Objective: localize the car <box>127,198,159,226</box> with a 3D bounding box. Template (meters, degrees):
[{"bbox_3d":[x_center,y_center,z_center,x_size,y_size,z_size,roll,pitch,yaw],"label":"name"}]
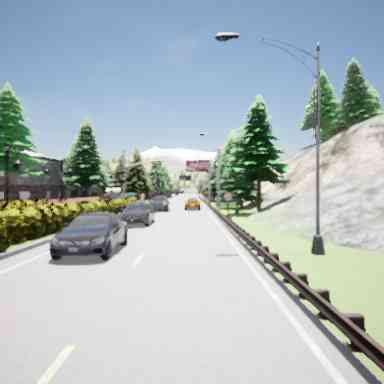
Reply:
[{"bbox_3d":[-3.584,1.425,22.402,1.837,1.490,4.892,0,0,0],"label":"car"}]

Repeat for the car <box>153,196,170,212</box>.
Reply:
[{"bbox_3d":[-3.528,1.223,35.975,2.097,1.767,4.553,0,0,0],"label":"car"}]

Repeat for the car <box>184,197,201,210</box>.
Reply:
[{"bbox_3d":[0.085,1.334,40.438,1.882,1.535,5.008,0,0,0],"label":"car"}]

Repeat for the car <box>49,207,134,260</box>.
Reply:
[{"bbox_3d":[-3.588,1.482,12.378,1.812,1.442,4.674,0,0,0],"label":"car"}]
